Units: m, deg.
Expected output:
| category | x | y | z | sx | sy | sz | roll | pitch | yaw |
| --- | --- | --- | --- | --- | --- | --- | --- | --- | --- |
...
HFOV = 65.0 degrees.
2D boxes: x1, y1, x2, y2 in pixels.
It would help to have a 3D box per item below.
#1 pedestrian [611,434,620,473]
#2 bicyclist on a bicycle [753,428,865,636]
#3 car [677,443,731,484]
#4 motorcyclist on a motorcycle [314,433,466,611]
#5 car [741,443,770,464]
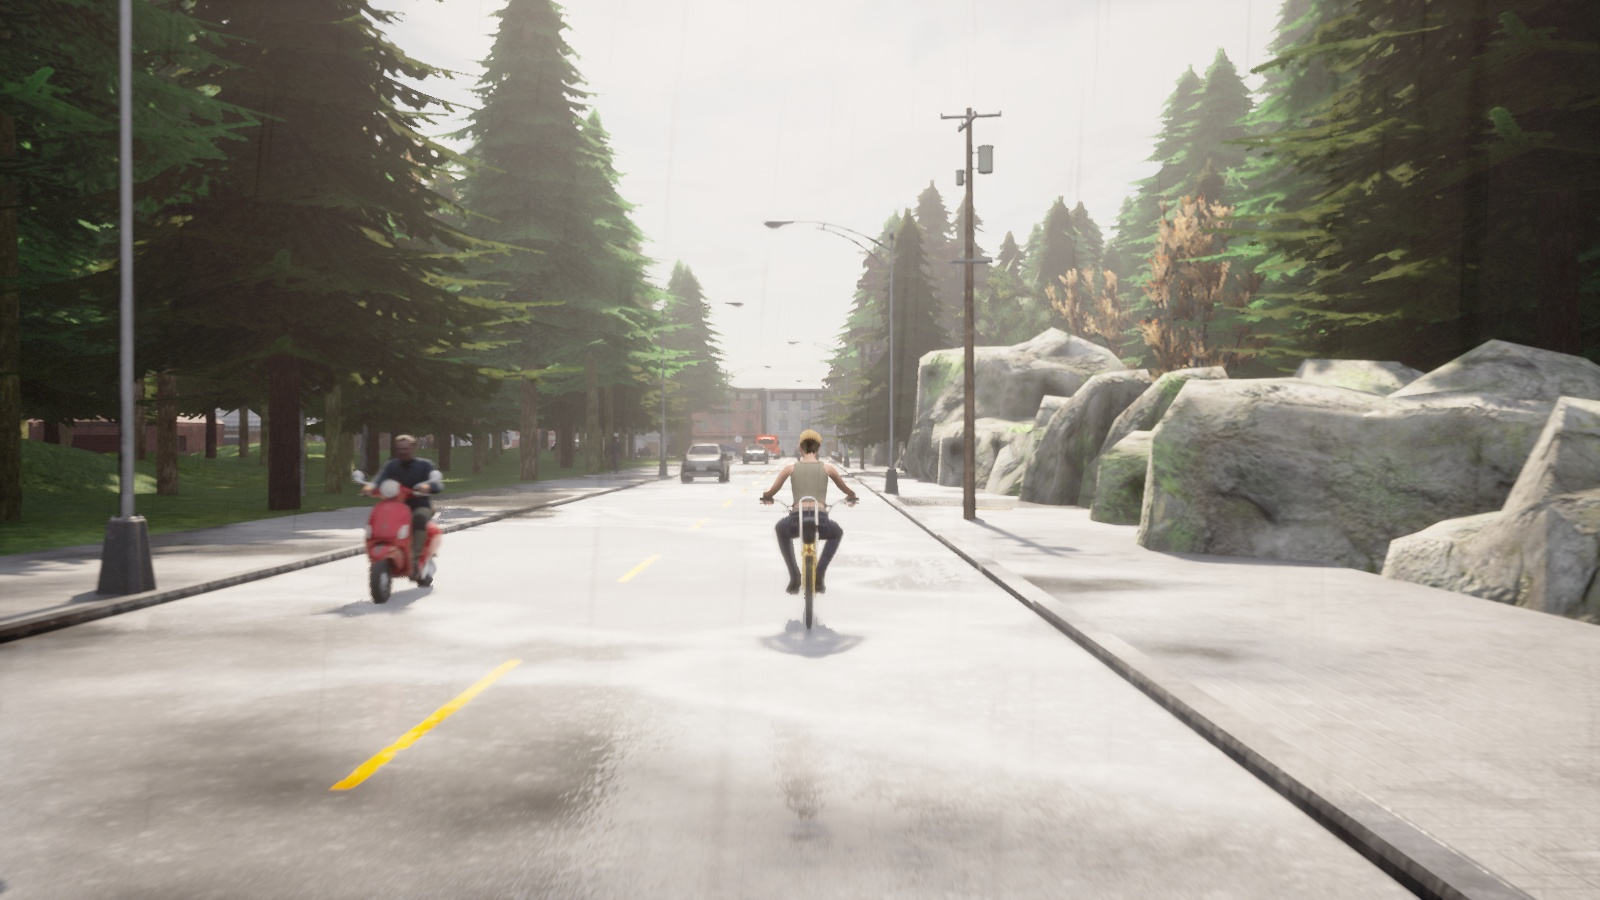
| category | x | y | z | sx | sy | sz | roll | pitch | yaw |
| --- | --- | --- | --- | --- | --- | --- | --- | --- | --- |
| pedestrian | -8.706 | 0.166 | 59.318 | 0.353 | 1.847 | 0.614 | 0 | 0 | -1 |
| bicyclist on a bicycle | 0.079 | 0.633 | 10.500 | 0.866 | 1.612 | 1.509 | 0 | 0 | 1 |
| car | -3.652 | 0.492 | 48.255 | 1.789 | 1.549 | 3.705 | 0 | 0 | 0 |
| motorcyclist on a motorcycle | -3.905 | 0.639 | 12.142 | 0.866 | 1.590 | 1.817 | 0 | 0 | 0 |
| car | -3.338 | 0.238 | 94.920 | 2.007 | 1.525 | 4.514 | 0 | 0 | 0 |
